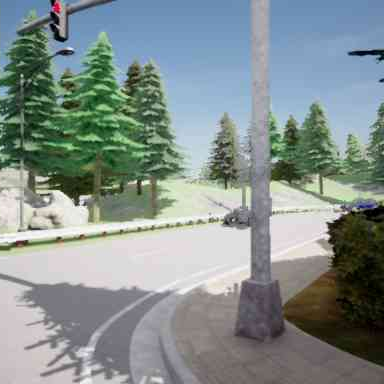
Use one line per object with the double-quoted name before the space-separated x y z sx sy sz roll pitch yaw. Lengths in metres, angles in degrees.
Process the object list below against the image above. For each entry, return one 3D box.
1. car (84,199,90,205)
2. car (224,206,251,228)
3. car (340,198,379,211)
"car" -14.064 1.515 50.449 2.097 1.767 4.553 0 0 36
"car" 4.016 1.747 24.204 1.994 1.385 4.181 0 0 36
"car" 20.786 1.523 41.305 4.553 1.767 2.097 0 0 -8
